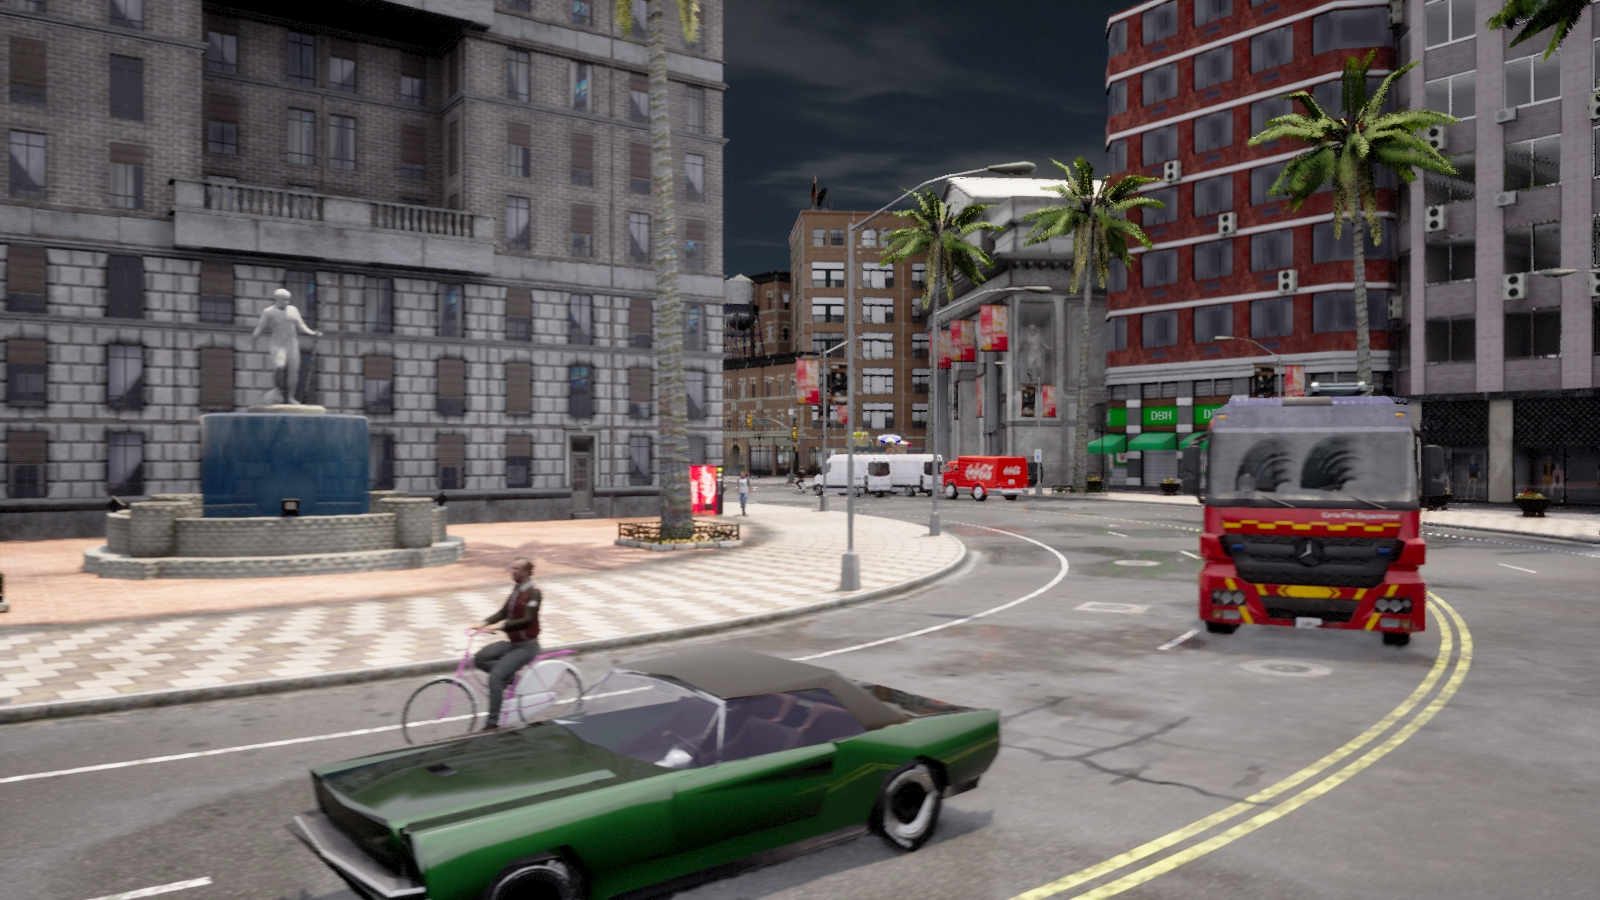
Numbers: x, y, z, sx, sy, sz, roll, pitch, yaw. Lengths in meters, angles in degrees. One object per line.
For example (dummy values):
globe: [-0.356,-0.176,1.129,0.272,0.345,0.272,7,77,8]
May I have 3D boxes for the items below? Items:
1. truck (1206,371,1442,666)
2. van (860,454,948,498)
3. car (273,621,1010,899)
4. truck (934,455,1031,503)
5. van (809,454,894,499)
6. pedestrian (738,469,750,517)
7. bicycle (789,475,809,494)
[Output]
truck: [8.654,0.890,19.297,2.891,3.827,8.468,0,0,23]
van: [6.294,1.533,69.986,1.988,2.561,5.915,0,0,-35]
car: [-0.832,2.155,7.834,4.718,1.301,1.895,0,0,-40]
truck: [10.104,1.575,63.702,2.627,2.467,5.204,0,1,-31]
van: [3.004,1.533,68.220,1.988,2.561,5.915,0,0,-34]
pedestrian: [-2.224,1.696,45.245,0.375,1.860,0.375,0,0,13]
bicycle: [-0.060,2.209,73.076,0.329,1.171,1.835,0,0,-35]
